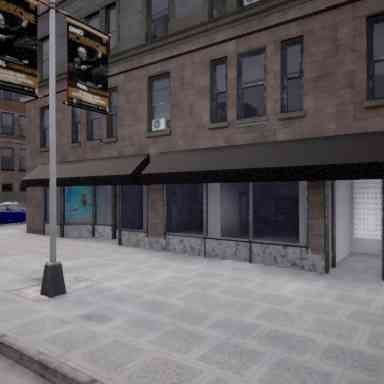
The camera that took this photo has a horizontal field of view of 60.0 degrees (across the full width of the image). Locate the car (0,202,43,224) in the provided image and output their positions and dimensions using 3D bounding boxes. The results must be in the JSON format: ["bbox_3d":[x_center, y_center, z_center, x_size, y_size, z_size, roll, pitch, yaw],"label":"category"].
[{"bbox_3d":[-14.193,1.552,25.269,1.837,1.490,4.892,0,0,37],"label":"car"}]

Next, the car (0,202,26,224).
[{"bbox_3d":[-12.524,1.510,22.515,1.882,1.535,5.008,0,0,36],"label":"car"}]
